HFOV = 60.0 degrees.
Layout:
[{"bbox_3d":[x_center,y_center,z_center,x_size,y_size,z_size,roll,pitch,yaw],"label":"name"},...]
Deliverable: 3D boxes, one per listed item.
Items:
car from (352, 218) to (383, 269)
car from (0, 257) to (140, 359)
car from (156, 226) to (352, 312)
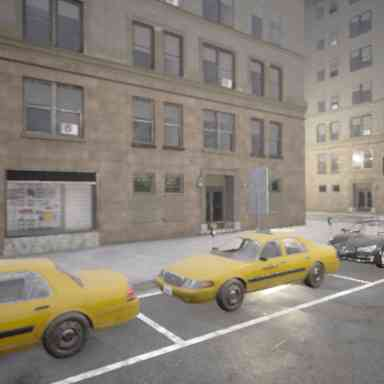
[{"bbox_3d":[6.285,1.566,11.143,4.403,1.369,2.008,0,0,-35],"label":"car"},{"bbox_3d":[-3.133,1.580,4.533,4.829,1.417,1.752,0,0,-35],"label":"car"},{"bbox_3d":[1.507,1.561,7.790,4.829,1.417,1.752,0,0,-35],"label":"car"}]
